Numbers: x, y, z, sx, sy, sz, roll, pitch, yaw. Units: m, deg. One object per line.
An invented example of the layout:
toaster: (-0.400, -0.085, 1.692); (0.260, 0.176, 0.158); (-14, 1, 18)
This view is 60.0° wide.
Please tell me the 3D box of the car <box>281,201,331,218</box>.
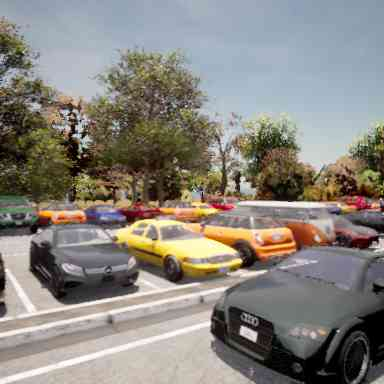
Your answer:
car: (12.126, 1.827, 35.683); (2.163, 1.488, 4.792); (1, 0, -35)

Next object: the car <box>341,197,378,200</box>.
car: (18.825, 1.614, 40.470); (2.435, 2.045, 5.566); (1, 0, -35)

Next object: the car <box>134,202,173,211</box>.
car: (-3.829, 1.623, 24.483); (2.097, 1.535, 5.008); (1, 0, -35)

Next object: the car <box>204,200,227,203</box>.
car: (0.719, 1.675, 27.697); (2.097, 1.535, 5.008); (1, 0, -35)

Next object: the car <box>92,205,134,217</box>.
car: (-6.111, 1.636, 22.887); (2.002, 1.452, 4.674); (1, 0, -35)

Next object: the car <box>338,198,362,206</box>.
car: (16.456, 1.839, 38.994); (1.946, 1.575, 5.366); (1, 0, -35)

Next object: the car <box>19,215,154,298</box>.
car: (-3.114, 1.584, 9.001); (2.002, 1.452, 4.674); (1, 0, -35)

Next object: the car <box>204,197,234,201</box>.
car: (3.019, 1.449, 29.276); (2.435, 2.045, 5.566); (1, 0, -35)

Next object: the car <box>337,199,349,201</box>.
car: (14.384, 1.820, 37.316); (2.097, 1.535, 5.008); (1, 0, -35)

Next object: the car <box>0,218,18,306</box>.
car: (-5.386, 1.515, 7.392); (2.097, 1.535, 5.008); (1, 0, -35)

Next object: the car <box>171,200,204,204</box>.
car: (-1.536, 1.524, 26.064); (2.185, 1.767, 4.553); (1, 0, -35)

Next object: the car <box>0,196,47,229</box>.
car: (-10.644, 1.291, 19.658); (2.435, 2.045, 5.566); (1, 0, -35)

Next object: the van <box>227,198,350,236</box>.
van: (3.733, 1.399, 13.674); (1.878, 1.987, 4.442); (1, 0, -35)

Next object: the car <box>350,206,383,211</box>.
car: (10.541, 1.742, 18.612); (2.002, 1.452, 4.674); (1, 0, -35)

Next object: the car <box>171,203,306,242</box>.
car: (1.458, 1.473, 12.178); (2.185, 1.767, 4.553); (1, 0, -35)

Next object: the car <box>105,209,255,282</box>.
car: (-0.730, 1.568, 10.449); (1.946, 1.575, 5.366); (1, 0, -35)

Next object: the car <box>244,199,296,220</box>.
car: (7.538, 1.624, 32.529); (2.185, 1.767, 4.553); (1, 0, -35)

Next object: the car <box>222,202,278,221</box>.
car: (5.274, 1.727, 30.904); (2.231, 1.521, 4.892); (1, 0, -35)

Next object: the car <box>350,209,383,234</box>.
car: (6.008, 1.681, 15.383); (2.163, 1.488, 4.792); (1, 0, -35)

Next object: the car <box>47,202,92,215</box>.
car: (-8.367, 1.444, 21.257); (2.185, 1.767, 4.553); (1, 0, -35)

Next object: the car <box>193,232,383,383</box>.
car: (2.334, 1.613, 5.340); (4.181, 1.385, 1.994); (1, 0, -35)

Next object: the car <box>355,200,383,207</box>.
car: (12.837, 1.602, 20.187); (2.185, 1.767, 4.553); (1, 0, -35)
